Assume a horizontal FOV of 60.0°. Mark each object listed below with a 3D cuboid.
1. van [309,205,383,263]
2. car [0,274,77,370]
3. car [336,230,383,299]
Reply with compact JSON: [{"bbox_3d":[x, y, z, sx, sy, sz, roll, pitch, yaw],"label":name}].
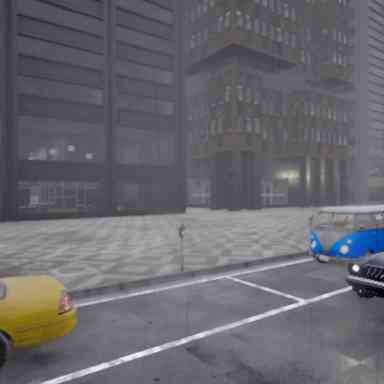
[{"bbox_3d":[5.401,1.320,10.509,3.998,1.788,1.690,0,0,-36],"label":"van"},{"bbox_3d":[-3.918,1.528,3.856,4.829,1.417,1.752,0,0,-36],"label":"car"},{"bbox_3d":[5.402,1.584,7.234,4.718,1.301,1.895,0,0,-36],"label":"car"}]
